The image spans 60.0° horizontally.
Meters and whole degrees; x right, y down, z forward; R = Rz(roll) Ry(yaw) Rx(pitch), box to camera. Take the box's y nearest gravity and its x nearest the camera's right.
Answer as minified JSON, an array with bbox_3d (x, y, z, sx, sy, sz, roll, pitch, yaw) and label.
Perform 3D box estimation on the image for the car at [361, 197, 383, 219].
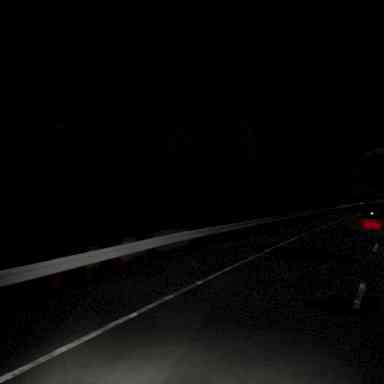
[{"bbox_3d":[16.278,1.505,29.431,1.837,1.490,4.892,0,0,35],"label":"car"}]

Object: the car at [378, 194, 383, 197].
[{"bbox_3d":[22.398,1.221,37.927,2.150,2.045,5.566,0,0,36],"label":"car"}]
